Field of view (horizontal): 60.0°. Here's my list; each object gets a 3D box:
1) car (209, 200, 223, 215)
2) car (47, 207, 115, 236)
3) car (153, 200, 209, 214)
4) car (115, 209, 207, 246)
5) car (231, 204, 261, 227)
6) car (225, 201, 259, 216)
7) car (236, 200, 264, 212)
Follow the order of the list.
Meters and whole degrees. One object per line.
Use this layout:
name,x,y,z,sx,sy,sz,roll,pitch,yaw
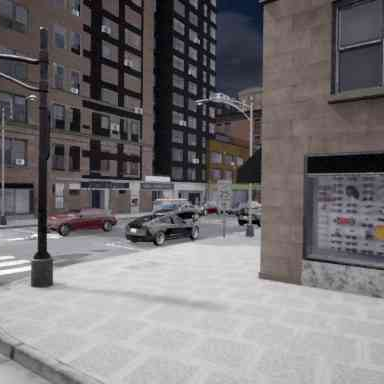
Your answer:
car,1.329,1.645,34.821,1.967,1.590,4.097,0,0,36
car,-6.521,1.634,19.493,1.812,1.442,4.674,1,0,37
car,-1.061,1.673,27.089,2.128,1.511,4.902,1,0,35
car,-1.378,1.764,16.456,1.947,1.339,4.313,0,0,36
car,5.040,1.850,25.381,1.947,1.339,4.313,0,0,36
car,5.034,1.813,35.555,2.033,1.411,5.357,1,0,36
car,7.646,1.823,43.608,1.752,1.417,4.829,0,0,36
